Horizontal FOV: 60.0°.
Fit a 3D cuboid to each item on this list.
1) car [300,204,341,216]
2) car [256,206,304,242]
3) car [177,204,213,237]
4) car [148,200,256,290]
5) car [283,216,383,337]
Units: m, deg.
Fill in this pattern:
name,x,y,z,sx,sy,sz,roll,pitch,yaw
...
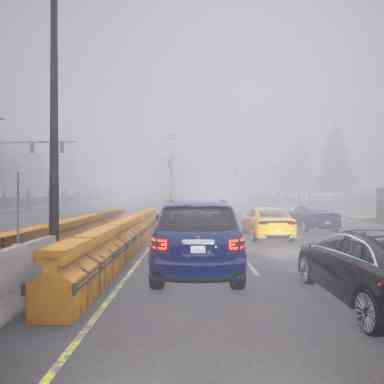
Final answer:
name,x,y,z,sx,sy,sz,roll,pitch,yaw
car,7.159,1.478,20.011,1.882,1.535,5.008,0,0,0
car,3.646,1.478,16.454,1.882,1.535,5.008,0,0,0
car,0.154,1.505,19.070,1.837,1.490,4.892,0,0,0
car,0.127,1.222,9.221,2.150,2.045,5.566,0,0,0
car,3.615,1.492,6.612,2.128,1.511,4.902,0,0,0
